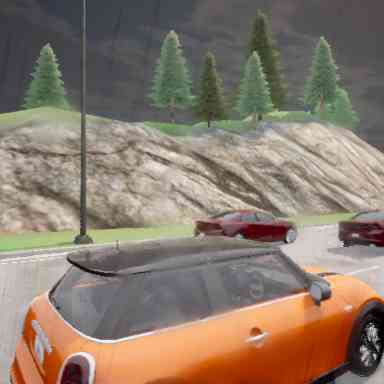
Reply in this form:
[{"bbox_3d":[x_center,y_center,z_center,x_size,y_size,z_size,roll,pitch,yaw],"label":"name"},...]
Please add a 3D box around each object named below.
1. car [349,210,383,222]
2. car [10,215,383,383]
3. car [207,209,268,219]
[{"bbox_3d":[8.093,1.477,13.837,5.008,1.535,1.882,0,0,-36],"label":"car"},{"bbox_3d":[0.432,1.352,4.060,4.553,1.767,2.097,0,0,-36],"label":"car"},{"bbox_3d":[2.386,1.477,14.059,5.008,1.535,1.882,0,0,-36],"label":"car"}]
